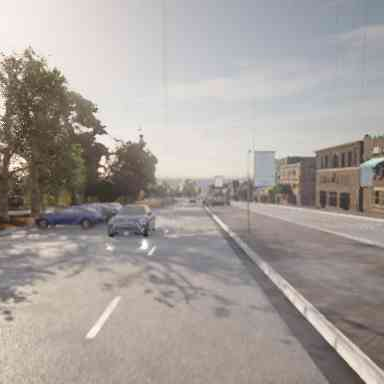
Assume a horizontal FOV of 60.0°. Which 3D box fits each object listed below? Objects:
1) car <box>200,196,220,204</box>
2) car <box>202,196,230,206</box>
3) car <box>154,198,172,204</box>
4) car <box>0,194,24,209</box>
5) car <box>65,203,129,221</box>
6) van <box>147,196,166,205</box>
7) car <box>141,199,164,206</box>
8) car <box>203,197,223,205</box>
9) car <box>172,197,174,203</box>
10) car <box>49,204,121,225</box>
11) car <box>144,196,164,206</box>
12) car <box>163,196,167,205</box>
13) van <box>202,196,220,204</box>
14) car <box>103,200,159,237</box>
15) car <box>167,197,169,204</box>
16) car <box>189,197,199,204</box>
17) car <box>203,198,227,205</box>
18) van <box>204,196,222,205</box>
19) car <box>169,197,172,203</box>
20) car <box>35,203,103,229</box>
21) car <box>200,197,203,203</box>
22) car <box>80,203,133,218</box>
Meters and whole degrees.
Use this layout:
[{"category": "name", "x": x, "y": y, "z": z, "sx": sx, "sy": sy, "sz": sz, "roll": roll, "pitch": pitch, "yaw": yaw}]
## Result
[{"category": "car", "x": 4.924, "y": 2.228, "z": 91.756, "sx": 5.566, "sy": 2.045, "sz": 2.435, "roll": 0, "pitch": -1, "yaw": 0}, {"category": "car", "x": 4.917, "y": 2.023, "z": 63.726, "sx": 4.892, "sy": 1.521, "sz": 2.231, "roll": 0, "pitch": -1, "yaw": 0}, {"category": "car", "x": -8.155, "y": 2.554, "z": 94.409, "sx": 4.792, "sy": 1.488, "sz": 2.163, "roll": 0, "pitch": -1, "yaw": 0}, {"category": "car", "x": -26.159, "y": 1.236, "z": 45.877, "sx": 5.566, "sy": 2.045, "sz": 2.150, "roll": 1, "pitch": 2, "yaw": 0}, {"category": "car", "x": -8.265, "y": 1.721, "z": 29.363, "sx": 5.008, "sy": 1.535, "sz": 2.097, "roll": 0, "pitch": 0, "yaw": 0}, {"category": "van", "x": -8.256, "y": 2.000, "z": 77.702, "sx": 4.442, "sy": 1.987, "sz": 1.878, "roll": 0, "pitch": -1, "yaw": 0}, {"category": "car", "x": -8.158, "y": 2.133, "z": 69.350, "sx": 4.674, "sy": 1.452, "sz": 2.002, "roll": 0, "pitch": -1, "yaw": 0}, {"category": "car", "x": 4.972, "y": 2.104, "z": 77.738, "sx": 4.553, "sy": 1.767, "sz": 2.185, "roll": 0, "pitch": -1, "yaw": 0}, {"category": "car", "x": -8.124, "y": 2.425, "z": 88.840, "sx": 5.008, "sy": 1.535, "sz": 2.097, "roll": 0, "pitch": -1, "yaw": 0}, {"category": "car", "x": -8.262, "y": 1.695, "z": 26.090, "sx": 4.892, "sy": 1.521, "sz": 2.231, "roll": 0, "pitch": 0, "yaw": 0}, {"category": "car", "x": -8.170, "y": 1.988, "z": 60.996, "sx": 5.008, "sy": 1.535, "sz": 2.097, "roll": 0, "pitch": -1, "yaw": 0}, {"category": "car", "x": -8.167, "y": 2.054, "z": 66.564, "sx": 5.008, "sy": 1.535, "sz": 2.097, "roll": 0, "pitch": -1, "yaw": 0}, {"category": "van", "x": 4.833, "y": 2.154, "z": 86.149, "sx": 4.442, "sy": 1.987, "sz": 1.878, "roll": 0, "pitch": -1, "yaw": 0}, {"category": "car", "x": -3.291, "y": 1.508, "z": 18.908, "sx": 2.097, "sy": 1.767, "sz": 4.553, "roll": 0, "pitch": 0, "yaw": 0}, {"category": "car", "x": -8.113, "y": 2.054, "z": 74.920, "sx": 4.553, "sy": 1.767, "sz": 2.185, "roll": 0, "pitch": -1, "yaw": 0}, {"category": "car", "x": 0.206, "y": 2.441, "z": 88.828, "sx": 1.837, "sy": 1.490, "sz": 4.892, "roll": 0, "pitch": -1, "yaw": 0}, {"category": "car", "x": 4.924, "y": 2.138, "z": 72.131, "sx": 4.892, "sy": 1.521, "sz": 2.231, "roll": 0, "pitch": -1, "yaw": 0}, {"category": "van", "x": 5.060, "y": 2.054, "z": 80.543, "sx": 4.442, "sy": 1.987, "sz": 1.878, "roll": 0, "pitch": -1, "yaw": 0}, {"category": "car", "x": -8.131, "y": 2.365, "z": 83.269, "sx": 4.674, "sy": 1.452, "sz": 2.002, "roll": 0, "pitch": -1, "yaw": 0}, {"category": "car", "x": -8.273, "y": 1.707, "z": 22.814, "sx": 4.674, "sy": 1.452, "sz": 2.002, "roll": 0, "pitch": 0, "yaw": 0}, {"category": "car", "x": 4.889, "y": 1.806, "z": 66.530, "sx": 5.566, "sy": 2.045, "sz": 2.435, "roll": 0, "pitch": -1, "yaw": 0}, {"category": "car", "x": -8.249, "y": 1.787, "z": 32.511, "sx": 4.674, "sy": 1.452, "sz": 2.002, "roll": 0, "pitch": 0, "yaw": 0}]
